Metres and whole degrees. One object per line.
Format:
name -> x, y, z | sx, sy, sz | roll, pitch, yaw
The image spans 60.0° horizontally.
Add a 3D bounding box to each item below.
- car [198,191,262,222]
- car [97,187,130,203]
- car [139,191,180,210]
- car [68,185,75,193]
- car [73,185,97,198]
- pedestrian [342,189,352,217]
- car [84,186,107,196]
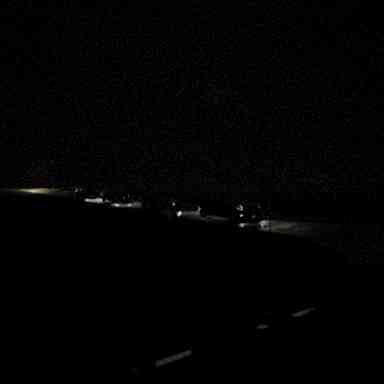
car -> 2.408, 0.828, 21.891 | 2.097, 1.767, 4.553 | -4, 4, -35
car -> -8.716, 0.345, 37.571 | 1.837, 1.490, 4.892 | -4, 4, -35
car -> -2.925, 0.661, 29.397 | 2.128, 1.511, 4.902 | -4, 4, -35
car -> -20.803, -0.580, 59.661 | 2.128, 1.511, 4.902 | -4, 4, -35
car -> -14.502, 0.123, 45.789 | 1.895, 1.301, 4.718 | -4, 4, -35
pedestrian -> 9.974, 0.675, 21.522 | 0.375, 1.860, 0.375 | -1, 1, -35
car -> -14.901, -0.173, 51.358 | 1.895, 1.301, 4.718 | -4, 4, -35
